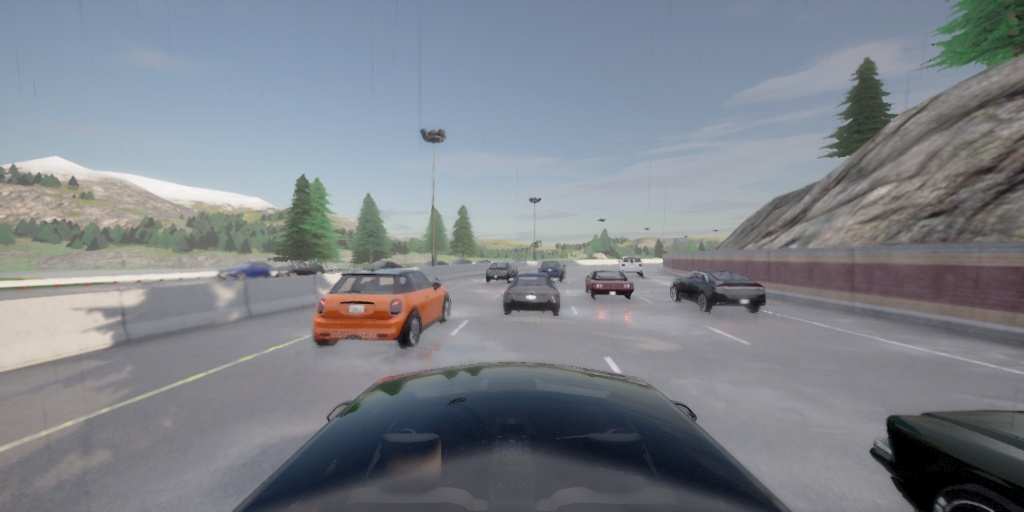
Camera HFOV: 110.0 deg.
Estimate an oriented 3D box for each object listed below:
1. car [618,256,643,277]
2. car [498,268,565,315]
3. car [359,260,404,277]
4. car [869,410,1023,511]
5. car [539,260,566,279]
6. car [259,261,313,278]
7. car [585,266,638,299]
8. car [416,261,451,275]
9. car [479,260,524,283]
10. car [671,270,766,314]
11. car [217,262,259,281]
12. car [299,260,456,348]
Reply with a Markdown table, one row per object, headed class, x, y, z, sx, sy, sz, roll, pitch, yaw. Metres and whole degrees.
| class | x | y | z | sx | sy | sz | roll | pitch | yaw |
| --- | --- | --- | --- | --- | --- | --- | --- | --- | --- |
| car | 12.234 | 1.047 | 36.936 | 2.150 | 2.045 | 5.566 | 0 | 0 | 16 |
| car | 0.797 | 1.329 | 13.721 | 1.994 | 1.385 | 4.181 | 0 | 0 | 5 |
| car | -13.267 | 1.223 | 36.795 | 1.882 | 1.535 | 5.008 | 0 | 0 | 14 |
| car | 3.649 | 1.361 | 0.522 | 1.895 | 1.301 | 4.718 | 0 | 0 | 0 |
| car | 3.494 | 1.144 | 30.754 | 2.097 | 1.767 | 4.553 | 0 | 0 | 12 |
| car | -18.200 | 1.215 | 30.465 | 2.128 | 1.511 | 4.902 | 0 | 0 | 11 |
| car | 4.791 | 1.383 | 18.263 | 1.895 | 1.301 | 4.718 | 0 | 0 | 7 |
| car | -8.742 | 1.270 | 40.406 | 1.837 | 1.490 | 4.892 | 0 | -1 | 16 |
| car | -0.704 | 1.267 | 27.807 | 2.128 | 1.511 | 4.902 | 0 | 0 | 10 |
| car | 7.865 | 1.279 | 14.163 | 2.128 | 1.511 | 4.902 | 0 | 0 | 6 |
| car | -21.862 | 1.238 | 29.886 | 1.812 | 1.442 | 4.674 | 0 | 0 | 10 |
| car | -3.051 | 1.101 | 9.416 | 2.097 | 1.767 | 4.553 | 0 | 0 | 3 |
